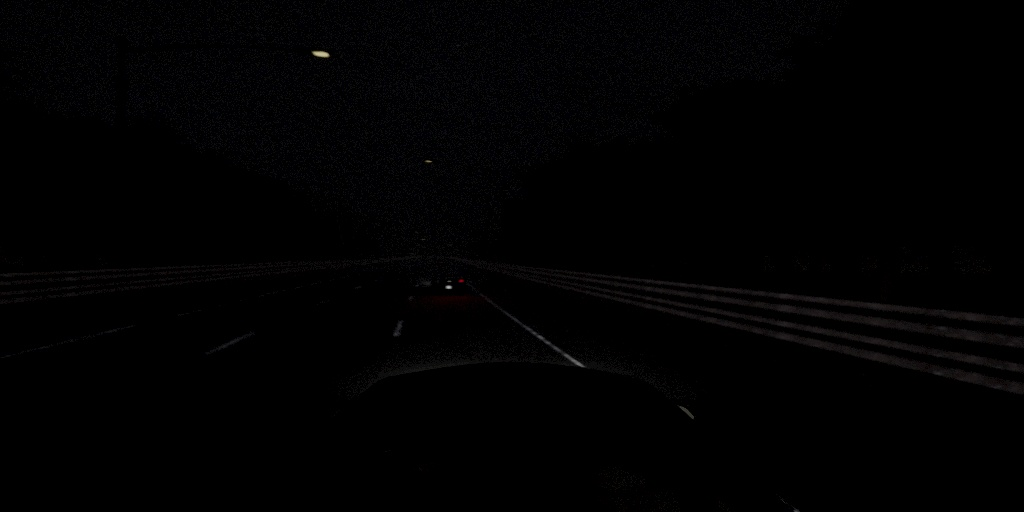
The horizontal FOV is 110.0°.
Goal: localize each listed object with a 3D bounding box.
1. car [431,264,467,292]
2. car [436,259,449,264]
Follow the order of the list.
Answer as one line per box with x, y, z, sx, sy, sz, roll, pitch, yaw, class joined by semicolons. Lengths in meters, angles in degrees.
-3.807;1.366;21.196;1.895;1.301;4.718;1;0;-12;car
-12.297;1.267;63.412;1.837;1.490;4.892;1;0;-11;car
